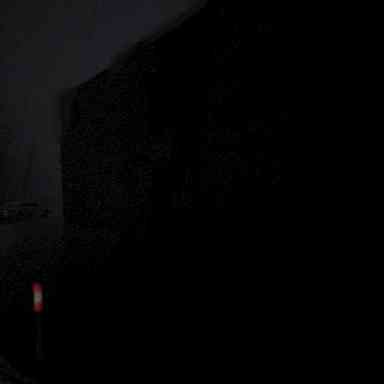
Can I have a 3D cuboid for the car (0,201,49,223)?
[{"bbox_3d":[-12.579,1.413,24.643,1.812,1.442,4.674,-3,1,10],"label":"car"}]
